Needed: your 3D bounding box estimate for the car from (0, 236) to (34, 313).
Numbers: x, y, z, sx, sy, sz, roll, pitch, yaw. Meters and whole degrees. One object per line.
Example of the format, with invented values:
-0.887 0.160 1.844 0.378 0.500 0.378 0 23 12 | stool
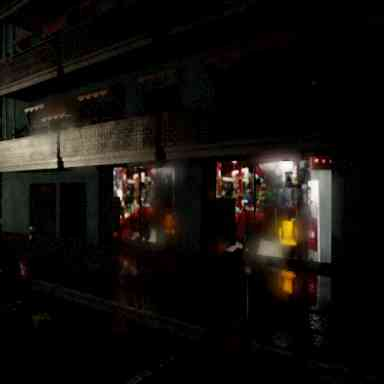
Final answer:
-4.899 1.438 6.395 4.097 1.590 1.967 0 0 36 | car
